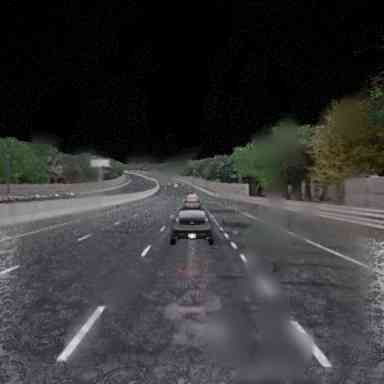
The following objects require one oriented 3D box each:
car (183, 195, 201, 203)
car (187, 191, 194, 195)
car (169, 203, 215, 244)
[{"bbox_3d":[0.008,1.383,36.963,2.128,1.511,4.902,0,0,0],"label":"car"},{"bbox_3d":[0.010,1.156,58.232,1.882,1.535,5.008,0,1,0],"label":"car"},{"bbox_3d":[0.003,1.488,15.698,1.837,1.490,4.892,0,0,0],"label":"car"}]
